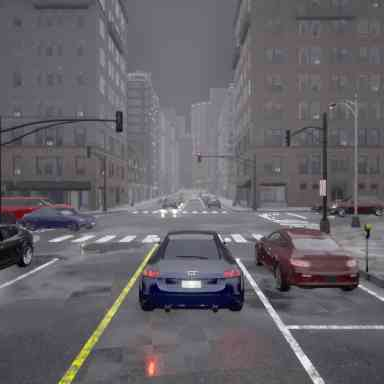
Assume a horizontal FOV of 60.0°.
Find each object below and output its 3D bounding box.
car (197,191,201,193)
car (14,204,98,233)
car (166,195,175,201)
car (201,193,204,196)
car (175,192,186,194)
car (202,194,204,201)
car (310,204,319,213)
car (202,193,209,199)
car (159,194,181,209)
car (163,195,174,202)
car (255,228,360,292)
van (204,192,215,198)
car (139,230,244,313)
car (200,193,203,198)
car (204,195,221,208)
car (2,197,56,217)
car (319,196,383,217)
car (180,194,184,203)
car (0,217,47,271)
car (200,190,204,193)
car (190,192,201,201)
[{"bbox_3d":[0.612,1.087,84.320,2.128,1.511,4.902,0,0,0],"label":"car"},{"bbox_3d":[-8.066,1.640,20.246,4.674,1.442,1.812,-1,0,15],"label":"car"},{"bbox_3d":[-5.193,1.348,79.274,1.802,1.307,4.206,0,0,0],"label":"car"},{"bbox_3d":[3.236,1.424,68.089,1.802,1.307,4.206,0,0,0],"label":"car"},{"bbox_3d":[-2.612,1.354,64.150,2.128,1.511,4.902,0,0,1],"label":"car"},{"bbox_3d":[3.136,1.436,56.983,1.887,1.381,4.507,0,0,0],"label":"car"},{"bbox_3d":[13.662,1.355,31.168,4.718,1.301,1.895,-1,0,0],"label":"car"},{"bbox_3d":[3.828,1.143,93.029,1.882,1.535,5.008,0,0,0],"label":"car"},{"bbox_3d":[-2.832,1.436,43.856,1.837,1.490,4.892,0,0,2],"label":"car"},{"bbox_3d":[-5.241,1.357,73.722,2.008,1.369,4.403,0,0,0],"label":"car"},{"bbox_3d":[2.760,1.580,8.671,1.802,1.307,4.206,0,0,0],"label":"car"},{"bbox_3d":[3.088,1.249,51.431,1.690,1.788,3.998,0,0,0],"label":"van"},{"bbox_3d":[0.003,1.562,7.750,1.994,1.385,4.181,0,0,0],"label":"car"},{"bbox_3d":[3.284,1.388,73.645,1.802,1.307,4.206,0,0,0],"label":"car"},{"bbox_3d":[3.040,1.507,45.880,1.802,1.307,4.206,0,0,0],"label":"car"},{"bbox_3d":[-11.469,1.356,24.552,5.566,2.045,2.150,-1,1,0],"label":"car"},{"bbox_3d":[13.553,1.124,27.918,4.553,1.767,2.097,-1,0,0],"label":"car"},{"bbox_3d":[-2.746,1.427,53.760,1.812,1.442,4.674,0,0,0],"label":"car"},{"bbox_3d":[-5.765,1.564,8.674,1.947,1.339,4.313,0,0,0],"label":"car"},{"bbox_3d":[3.734,0.937,86.058,2.150,2.045,5.566,0,0,0],"label":"car"},{"bbox_3d":[0.525,1.318,74.319,1.812,1.442,4.674,0,0,0],"label":"car"}]
